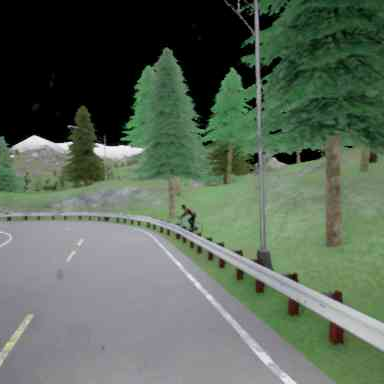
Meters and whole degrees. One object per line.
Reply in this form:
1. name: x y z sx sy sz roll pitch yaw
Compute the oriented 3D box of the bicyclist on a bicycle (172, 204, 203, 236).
1. bicyclist on a bicycle: -0.253 1.453 17.177 1.656 1.620 0.582 -2 2 -13
